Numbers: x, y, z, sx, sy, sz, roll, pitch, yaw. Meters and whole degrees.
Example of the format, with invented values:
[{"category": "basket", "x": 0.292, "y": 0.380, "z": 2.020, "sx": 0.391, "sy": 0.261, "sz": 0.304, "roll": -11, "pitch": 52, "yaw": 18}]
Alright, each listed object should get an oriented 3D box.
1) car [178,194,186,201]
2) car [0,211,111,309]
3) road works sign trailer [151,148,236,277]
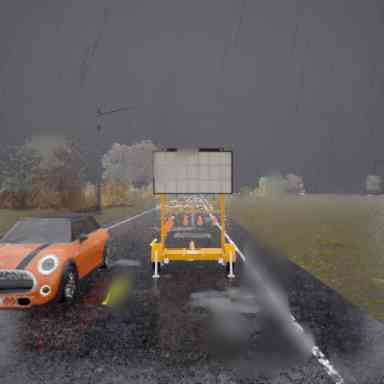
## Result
[{"category": "car", "x": -2.698, "y": 1.430, "z": 88.473, "sx": 2.097, "sy": 1.767, "sz": 4.553, "roll": 0, "pitch": 0, "yaw": 1}, {"category": "car", "x": -3.487, "y": 1.356, "z": 8.134, "sx": 2.097, "sy": 1.767, "sz": 4.553, "roll": 0, "pitch": 0, "yaw": 0}, {"category": "road works sign trailer", "x": 0.029, "y": 0.470, "z": 10.218, "sx": 2.380, "sy": 3.560, "sz": 2.880, "roll": 0, "pitch": 0, "yaw": -1}]
